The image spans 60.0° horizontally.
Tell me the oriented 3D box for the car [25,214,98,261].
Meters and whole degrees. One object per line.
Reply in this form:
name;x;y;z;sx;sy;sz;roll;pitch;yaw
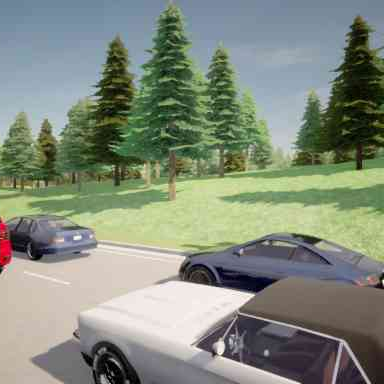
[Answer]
car;-5.802;1.547;12.353;5.357;1.411;2.033;0;0;35

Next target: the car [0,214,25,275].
car;-7.064;1.221;8.949;5.566;2.045;2.150;0;0;36

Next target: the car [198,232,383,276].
car;1.756;1.564;7.036;4.181;1.385;1.994;0;0;35

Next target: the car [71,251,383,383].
car;0.907;1.601;3.344;4.718;1.301;1.895;0;0;35
